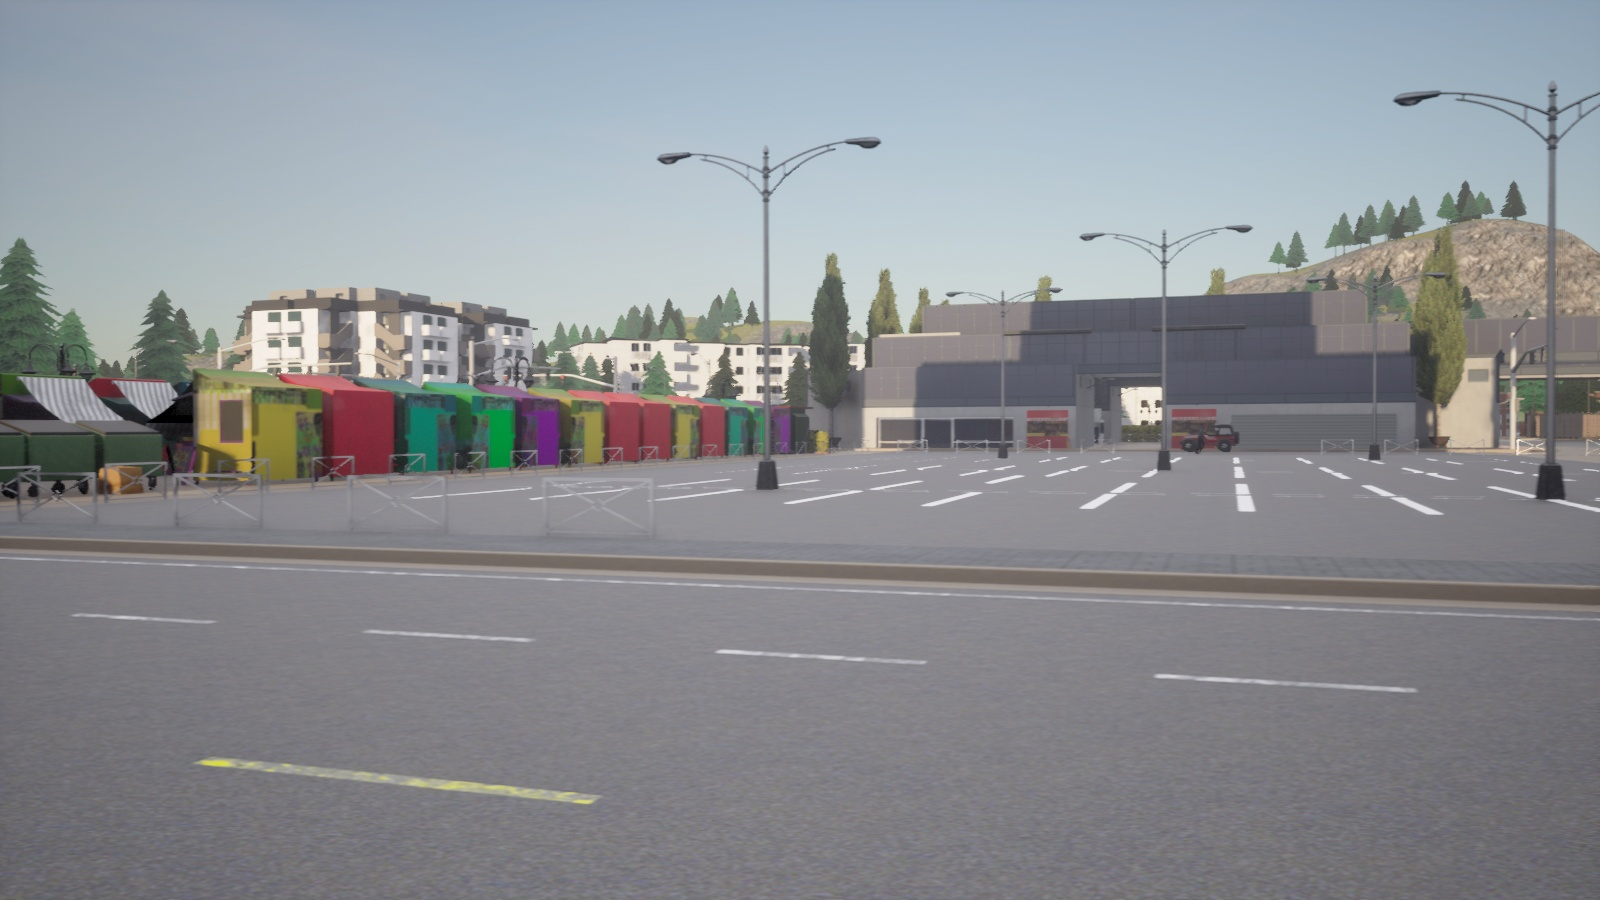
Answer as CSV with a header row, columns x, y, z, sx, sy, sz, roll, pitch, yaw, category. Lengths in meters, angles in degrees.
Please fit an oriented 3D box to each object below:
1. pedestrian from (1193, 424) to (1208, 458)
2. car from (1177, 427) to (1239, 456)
x,y,z,sx,sy,sz,roll,pitch,yaw,category
22.847,-0.520,71.591,0.788,1.949,0.423,1,1,21,pedestrian
27.635,-0.580,85.030,3.866,1.878,1.905,1,1,20,car
